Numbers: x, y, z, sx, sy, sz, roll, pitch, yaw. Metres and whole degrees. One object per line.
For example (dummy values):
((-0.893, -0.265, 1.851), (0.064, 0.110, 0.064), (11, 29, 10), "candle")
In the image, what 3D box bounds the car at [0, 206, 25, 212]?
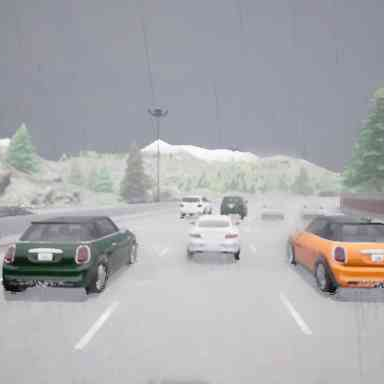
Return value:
((-12.273, 1.637, 21.810), (1.994, 1.385, 4.181), (0, 0, 9), "car")

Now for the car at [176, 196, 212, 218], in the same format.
((0.459, 1.379, 31.577), (2.150, 2.045, 5.566), (0, 0, 13), "car")

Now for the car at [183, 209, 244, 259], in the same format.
((0.886, 1.592, 12.919), (1.812, 1.442, 4.674), (0, 0, 6), "car")

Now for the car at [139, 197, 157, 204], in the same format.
((-7.359, 1.786, 63.473), (2.128, 1.511, 4.902), (0, 0, 24), "car")

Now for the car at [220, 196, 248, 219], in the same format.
((4.019, 1.388, 31.455), (2.150, 2.045, 5.566), (0, 0, 13), "car")

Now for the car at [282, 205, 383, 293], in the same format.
((4.065, 1.409, 9.093), (2.097, 1.767, 4.553), (0, 0, 4), "car")

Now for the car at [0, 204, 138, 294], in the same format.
((-2.950, 1.389, 9.098), (2.097, 1.767, 4.553), (0, 0, 4), "car")

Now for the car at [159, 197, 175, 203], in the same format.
((-3.893, 1.776, 62.725), (1.882, 1.535, 5.008), (0, 0, 24), "car")

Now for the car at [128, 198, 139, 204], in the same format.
((-10.697, 1.848, 64.597), (1.994, 1.385, 4.181), (0, 0, 24), "car")

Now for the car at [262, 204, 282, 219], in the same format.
((7.415, 1.773, 30.602), (1.895, 1.301, 4.718), (0, 0, 13), "car")
